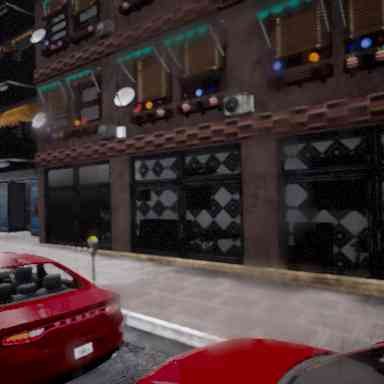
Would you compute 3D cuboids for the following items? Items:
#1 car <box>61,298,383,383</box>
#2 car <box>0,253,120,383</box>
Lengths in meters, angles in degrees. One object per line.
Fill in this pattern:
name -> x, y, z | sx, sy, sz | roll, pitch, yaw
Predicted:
car -> 1.529, 1.543, 1.653 | 4.507, 1.381, 1.887 | 0, -2, 36
car -> -2.974, 1.573, 4.863 | 4.507, 1.381, 1.887 | 0, -2, 36
